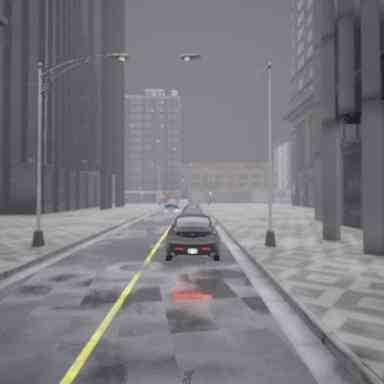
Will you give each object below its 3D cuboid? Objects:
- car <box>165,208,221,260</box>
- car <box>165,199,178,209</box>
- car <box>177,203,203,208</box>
[{"bbox_3d":[0.043,1.572,12.674,1.837,1.490,4.892,0,0,0],"label":"car"},{"bbox_3d":[-3.088,1.812,50.617,1.882,1.535,5.008,0,-1,0],"label":"car"},{"bbox_3d":[0.041,1.720,27.752,1.994,1.385,4.181,0,0,1],"label":"car"}]
